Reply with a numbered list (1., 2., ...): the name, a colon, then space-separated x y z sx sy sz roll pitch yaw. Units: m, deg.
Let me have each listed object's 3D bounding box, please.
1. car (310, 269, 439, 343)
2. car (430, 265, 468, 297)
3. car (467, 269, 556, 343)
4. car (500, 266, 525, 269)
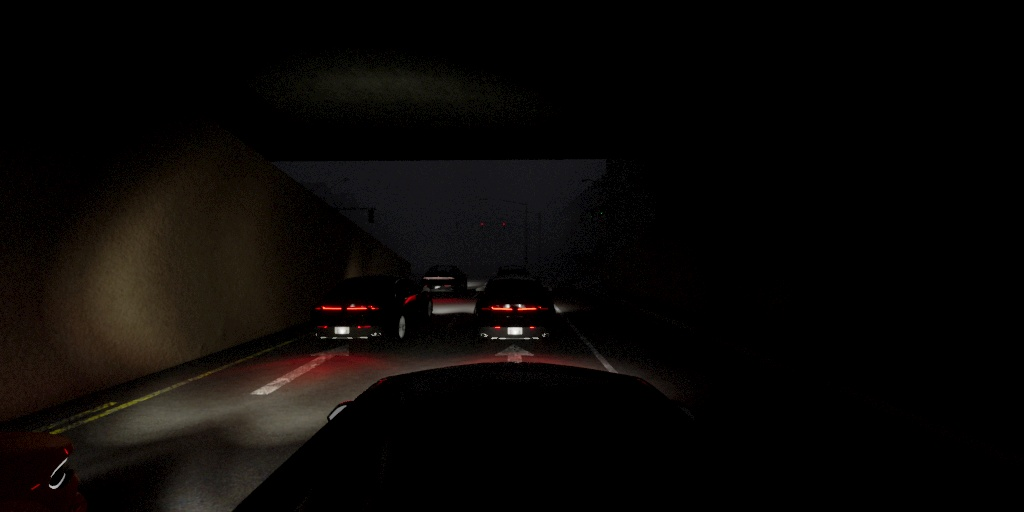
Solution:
1. car: -3.446 1.255 9.667 1.837 1.490 4.892 0 0 0
2. car: -3.481 1.242 18.984 2.128 1.511 4.902 0 0 -1
3. car: 0.054 1.255 9.609 1.837 1.490 4.892 0 0 0
4. car: 0.015 1.255 19.019 1.837 1.490 4.892 0 0 0
